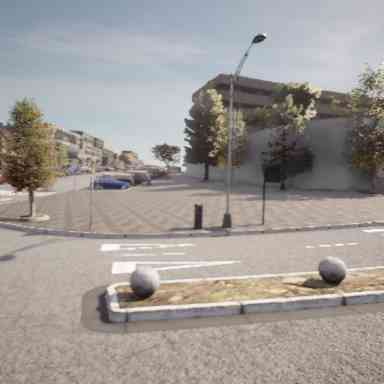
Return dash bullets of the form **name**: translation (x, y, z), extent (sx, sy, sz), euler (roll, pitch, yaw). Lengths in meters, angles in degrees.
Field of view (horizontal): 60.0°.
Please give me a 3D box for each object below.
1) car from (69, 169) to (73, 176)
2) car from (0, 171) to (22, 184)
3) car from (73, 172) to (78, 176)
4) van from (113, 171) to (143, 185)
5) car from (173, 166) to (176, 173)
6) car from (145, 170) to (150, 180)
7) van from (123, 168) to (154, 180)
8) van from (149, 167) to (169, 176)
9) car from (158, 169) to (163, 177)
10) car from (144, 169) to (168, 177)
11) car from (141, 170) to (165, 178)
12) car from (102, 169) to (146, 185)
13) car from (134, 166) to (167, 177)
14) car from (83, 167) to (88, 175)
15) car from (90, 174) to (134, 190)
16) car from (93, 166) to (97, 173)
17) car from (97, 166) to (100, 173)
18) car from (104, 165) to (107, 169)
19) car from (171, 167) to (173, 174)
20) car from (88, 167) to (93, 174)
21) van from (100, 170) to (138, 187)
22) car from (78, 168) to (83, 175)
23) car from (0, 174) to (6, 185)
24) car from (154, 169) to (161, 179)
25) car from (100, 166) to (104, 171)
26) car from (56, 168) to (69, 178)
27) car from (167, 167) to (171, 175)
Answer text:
- **car**: translation (-26.766, -3.743, 65.644), extent (5.008, 1.535, 2.097), euler (-1, 6, -18)
- **car**: translation (-27.361, -2.165, 48.064), extent (4.553, 1.767, 2.185), euler (-1, 6, -18)
- **car**: translation (-26.617, -3.996, 68.575), extent (4.792, 1.488, 2.163), euler (-1, 6, -18)
- **van**: translation (-10.066, -2.155, 52.115), extent (4.442, 1.987, 1.878), euler (1, 6, -16)
- **car**: translation (-7.972, -5.629, 87.979), extent (5.566, 2.045, 2.435), euler (1, 5, -17)
- **car**: translation (-9.786, -2.342, 55.137), extent (4.553, 1.767, 2.185), euler (1, 6, -16)
- **van**: translation (-9.440, -2.728, 58.154), extent (4.442, 1.987, 1.878), euler (1, 6, -16)
- **van**: translation (-8.151, -5.040, 82.052), extent (4.442, 1.987, 1.878), euler (1, 6, -18)
- **car**: translation (-8.973, -3.340, 67.112), extent (4.792, 1.488, 2.163), euler (1, 6, -17)
- **car**: translation (-8.575, -4.533, 78.999), extent (5.366, 1.575, 1.946), euler (1, 6, -18)
- **car**: translation (-8.673, -3.949, 73.092), extent (4.892, 1.521, 2.231), euler (1, 6, -17)
- **car**: translation (-10.185, -1.892, 49.158), extent (5.566, 2.045, 2.435), euler (1, 6, -16)
- **car**: translation (-8.791, -3.909, 70.080), extent (5.566, 2.045, 2.435), euler (1, 6, -17)
- **car**: translation (-26.405, -4.590, 74.403), extent (4.892, 1.521, 2.231), euler (-1, 6, -18)
- **car**: translation (-10.582, -1.069, 43.241), extent (5.008, 1.535, 2.097), euler (1, 6, -16)
- **car**: translation (-26.160, -5.156, 80.240), extent (5.008, 1.535, 2.097), euler (-1, 6, -18)
- **car**: translation (-26.009, -5.560, 83.153), extent (4.553, 1.767, 2.185), euler (-1, 6, -17)
- **car**: translation (-25.751, -6.106, 88.988), extent (4.553, 1.767, 2.185), euler (-1, 6, -17)
- **car**: translation (-8.318, -5.105, 84.959), extent (5.366, 1.575, 1.946), euler (1, 6, -17)
- **car**: translation (-26.281, -4.872, 77.319), extent (4.892, 1.521, 2.231), euler (-1, 6, -18)
- **van**: translation (-10.253, -1.579, 46.231), extent (4.442, 1.987, 1.878), euler (1, 6, -16)
- **car**: translation (-26.536, -4.308, 71.484), extent (5.008, 1.535, 2.097), euler (-1, 6, -18)
- **car**: translation (-27.466, -1.726, 45.150), extent (4.792, 1.488, 2.163), euler (-1, 6, -18)
- **car**: translation (-9.168, -3.079, 64.108), extent (4.892, 1.521, 2.231), euler (1, 6, -17)
- **car**: translation (-25.918, -5.673, 86.087), extent (4.674, 1.452, 2.002), euler (-1, 5, -17)
- **car**: translation (-26.692, -3.466, 62.780), extent (5.366, 1.575, 1.946), euler (-1, 6, -18)
- **car**: translation (-8.493, -4.489, 76.064), extent (5.566, 2.045, 2.435), euler (1, 6, -18)
